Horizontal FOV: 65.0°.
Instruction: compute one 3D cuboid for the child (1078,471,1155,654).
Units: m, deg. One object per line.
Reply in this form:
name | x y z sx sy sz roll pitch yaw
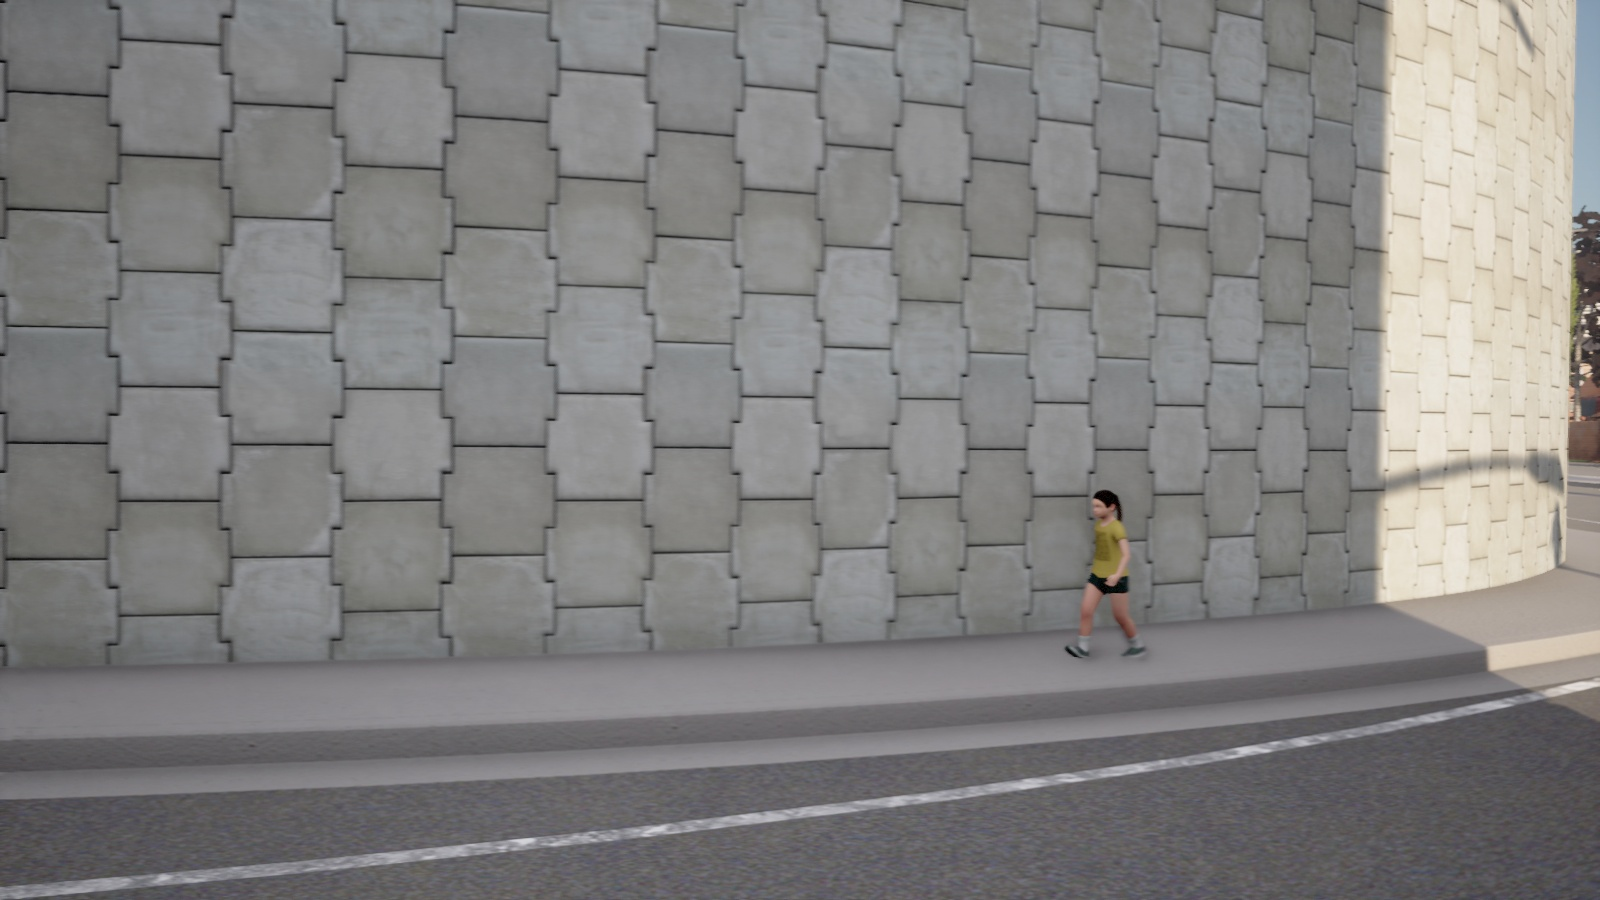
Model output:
child | 1.992 0.694 7.902 0.394 1.110 0.255 -1 1 -28
